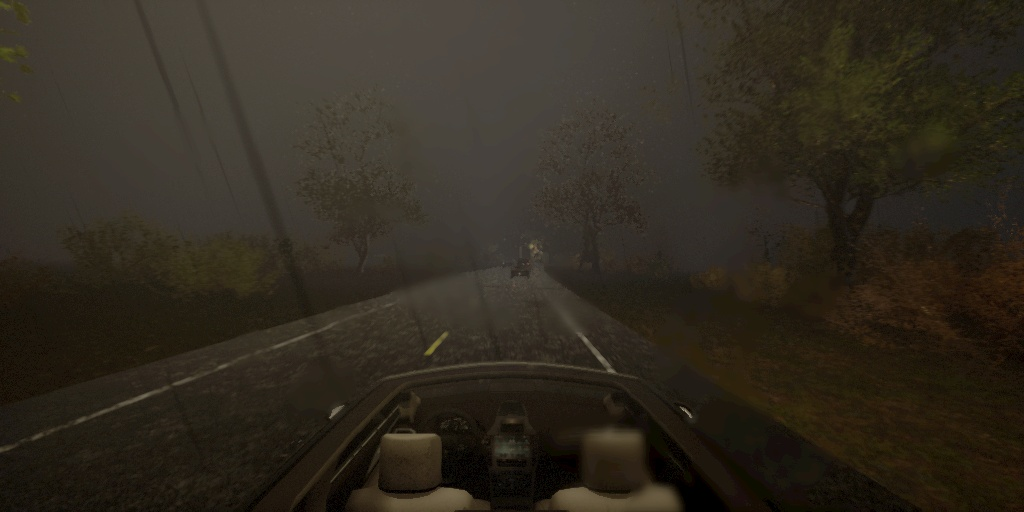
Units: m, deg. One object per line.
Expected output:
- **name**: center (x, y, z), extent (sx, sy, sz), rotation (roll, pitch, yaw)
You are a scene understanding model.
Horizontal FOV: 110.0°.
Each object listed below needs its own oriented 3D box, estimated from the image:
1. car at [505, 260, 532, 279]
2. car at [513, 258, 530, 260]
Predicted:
- **car**: center (0.792, 1.401, 34.771), extent (2.128, 1.511, 4.902), rotation (0, 0, 2)
- **car**: center (1.753, 1.252, 53.178), extent (2.150, 2.045, 5.566), rotation (0, -1, 4)
